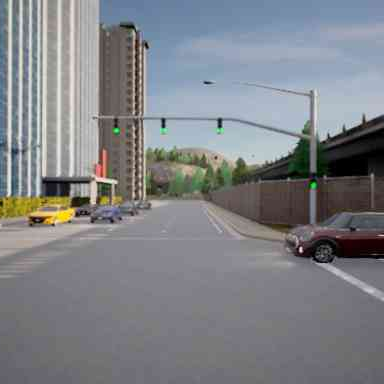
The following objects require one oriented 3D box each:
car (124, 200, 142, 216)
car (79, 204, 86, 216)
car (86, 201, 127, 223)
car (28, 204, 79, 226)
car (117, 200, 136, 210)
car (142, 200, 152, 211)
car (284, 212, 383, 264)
[{"bbox_3d":[-7.091,1.865,36.886,1.812,1.442,4.674,0,-1,0],"label":"car"},{"bbox_3d":[-10.584,1.878,34.515,1.994,1.385,4.181,0,-1,1],"label":"car"},{"bbox_3d":[-7.094,1.778,28.013,1.812,1.442,4.674,0,-1,0],"label":"car"},{"bbox_3d":[-10.597,1.701,25.332,1.882,1.535,5.008,0,-1,0],"label":"car"},{"bbox_3d":[-10.545,2.054,54.071,2.033,1.411,5.357,0,-1,1],"label":"car"},{"bbox_3d":[-7.072,1.945,48.936,2.128,1.511,4.902,0,0,0],"label":"car"},{"bbox_3d":[5.704,1.497,11.873,4.553,1.767,2.097,0,-1,0],"label":"car"}]
